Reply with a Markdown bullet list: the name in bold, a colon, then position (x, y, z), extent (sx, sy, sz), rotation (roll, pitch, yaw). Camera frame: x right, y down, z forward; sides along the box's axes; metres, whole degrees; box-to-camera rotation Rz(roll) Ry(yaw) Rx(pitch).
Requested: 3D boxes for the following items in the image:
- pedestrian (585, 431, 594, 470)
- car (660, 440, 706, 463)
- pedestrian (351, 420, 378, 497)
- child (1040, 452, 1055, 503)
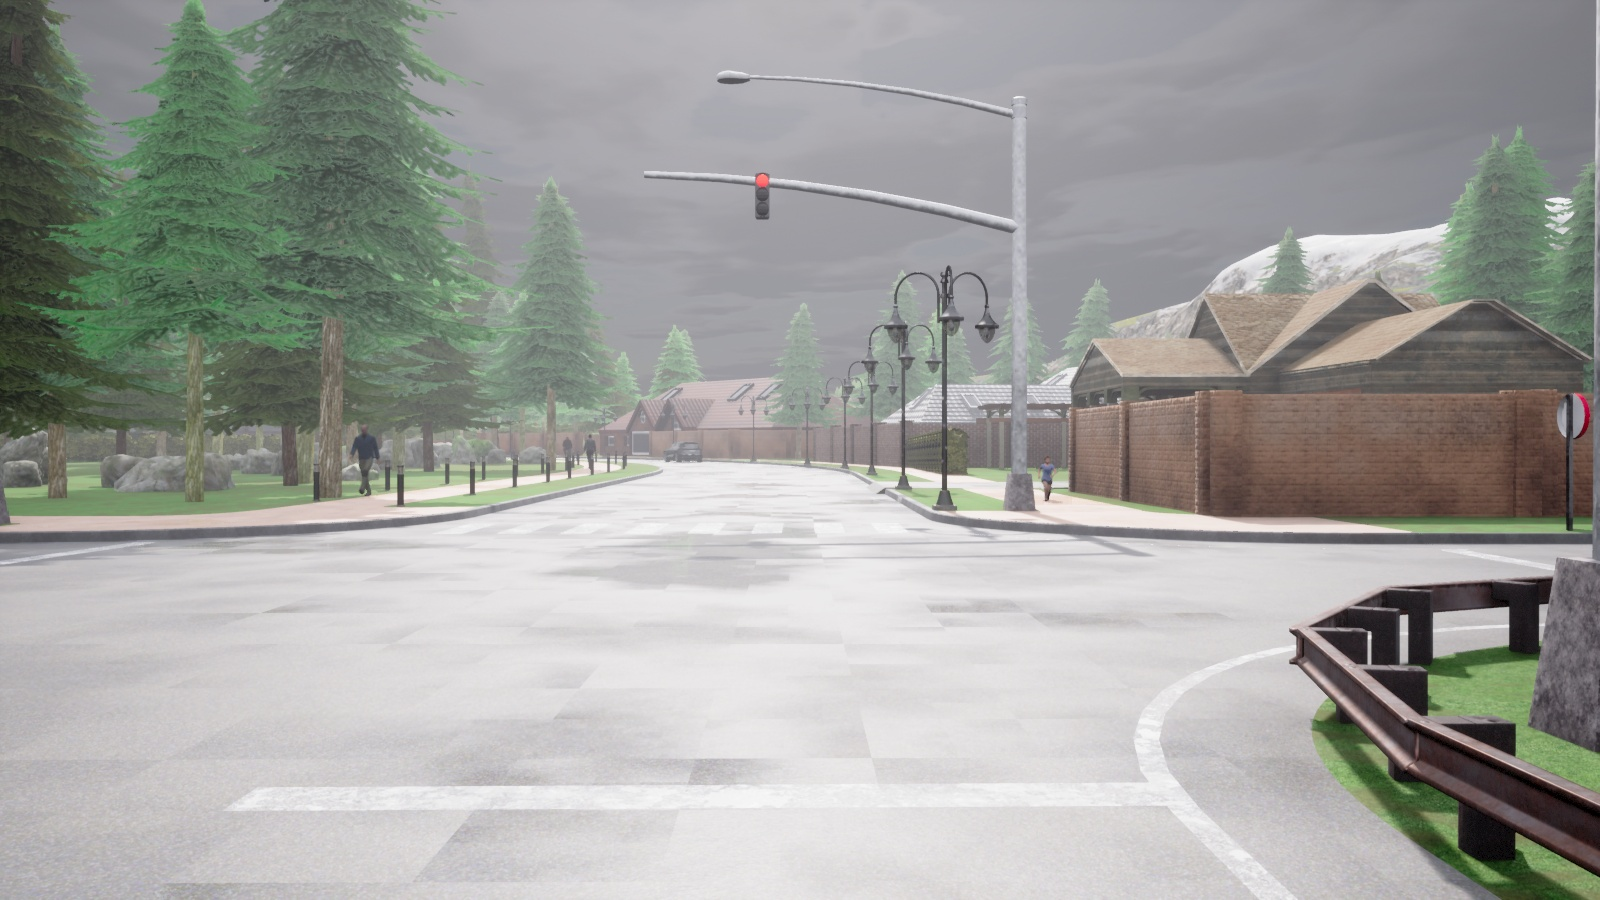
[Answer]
- **pedestrian**: position (-10.617, 0.005, 63.474), extent (0.423, 1.949, 0.788), rotation (0, 0, -8)
- **car**: position (-8.898, 0.104, 94.987), extent (2.033, 1.649, 4.856), rotation (0, 0, -23)
- **pedestrian**: position (-10.524, 0.192, 30.360), extent (0.402, 1.842, 0.726), rotation (0, 0, 0)
- **child**: position (5.524, 0.608, 28.027), extent (0.255, 1.110, 0.394), rotation (0, 0, 2)
